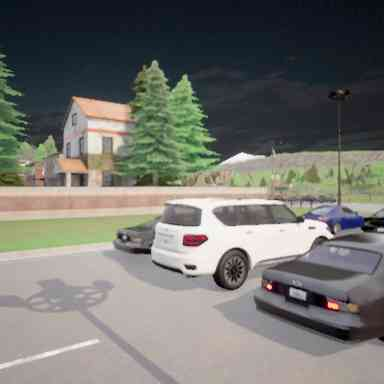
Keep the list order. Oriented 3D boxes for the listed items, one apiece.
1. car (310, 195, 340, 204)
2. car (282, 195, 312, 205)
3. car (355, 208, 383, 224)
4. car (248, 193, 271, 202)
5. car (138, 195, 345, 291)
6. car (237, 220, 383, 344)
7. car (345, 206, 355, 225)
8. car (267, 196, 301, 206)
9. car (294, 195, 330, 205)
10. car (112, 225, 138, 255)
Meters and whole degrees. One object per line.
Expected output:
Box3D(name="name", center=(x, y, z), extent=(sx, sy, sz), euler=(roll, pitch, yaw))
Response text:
Box3D(name="car", center=(22.489, 1.230, 56.331), extent=(1.994, 1.385, 4.181), euler=(0, 0, -36))
Box3D(name="car", center=(16.589, 1.276, 52.516), extent=(1.994, 1.385, 4.181), euler=(0, 0, -36))
Box3D(name="car", center=(9.675, 1.370, 14.935), extent=(5.008, 1.535, 1.882), euler=(0, 0, -35))
Box3D(name="car", center=(13.848, 1.021, 68.413), extent=(2.097, 1.767, 4.553), euler=(0, 0, -36))
Box3D(name="car", center=(1.584, 1.178, 9.175), extent=(5.566, 2.045, 2.150), euler=(0, 0, -36))
Box3D(name="car", center=(3.564, 1.505, 6.288), extent=(5.357, 1.411, 2.033), euler=(0, 0, -36))
Box3D(name="car", center=(7.669, 1.418, 17.802), extent=(4.674, 1.442, 1.812), euler=(0, 0, -35))
Box3D(name="car", center=(13.862, 1.336, 50.305), extent=(1.895, 1.301, 4.718), euler=(0, 0, -36))
Box3D(name="car", center=(19.543, 1.236, 54.409), extent=(2.033, 1.411, 5.357), euler=(0, 0, -36))
Box3D(name="car", center=(-0.145, 1.502, 12.234), extent=(5.357, 1.411, 2.033), euler=(0, 0, -36))
